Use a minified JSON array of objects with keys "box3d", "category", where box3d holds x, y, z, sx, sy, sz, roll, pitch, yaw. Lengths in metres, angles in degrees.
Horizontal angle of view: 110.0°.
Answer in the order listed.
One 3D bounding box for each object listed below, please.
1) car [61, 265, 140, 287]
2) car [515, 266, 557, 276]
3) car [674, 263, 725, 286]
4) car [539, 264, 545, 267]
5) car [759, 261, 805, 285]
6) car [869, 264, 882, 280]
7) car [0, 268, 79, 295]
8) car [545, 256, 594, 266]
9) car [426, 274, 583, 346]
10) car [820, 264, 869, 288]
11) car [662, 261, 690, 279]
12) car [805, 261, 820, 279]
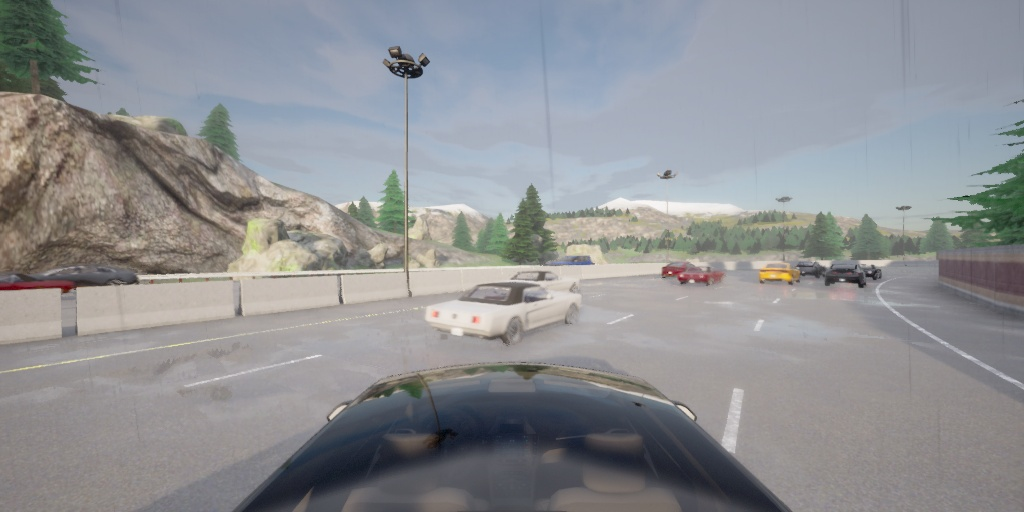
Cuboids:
[{"box3d":[-23.289,1.241,19.038,2.128,1.511,4.902,0,0,35],"category":"car"},{"box3d":[1.369,1.351,16.898,1.895,1.301,4.718,0,0,39],"category":"car"},{"box3d":[13.335,1.351,25.051,1.895,1.301,4.718,0,0,44],"category":"car"},{"box3d":[5.090,1.241,41.684,4.902,1.511,2.128,0,0,-43],"category":"car"},{"box3d":[19.726,1.228,26.350,5.008,1.535,1.882,0,0,-44],"category":"car"},{"box3d":[30.410,1.351,30.978,4.718,1.301,1.895,0,0,-39],"category":"car"},{"box3d":[-21.894,1.351,14.840,1.895,1.301,4.718,0,0,33],"category":"car"},{"box3d":[6.370,0.970,38.113,5.566,2.045,2.150,0,0,-44],"category":"car"},{"box3d":[0.126,1.351,9.552,1.895,1.301,4.718,0,0,36],"category":"car"},{"box3d":[22.476,1.255,24.136,4.892,1.490,1.837,0,0,-43],"category":"car"},{"box3d":[14.943,1.227,31.471,5.008,1.535,1.882,0,0,-43],"category":"car"},{"box3d":[27.658,1.241,33.234,4.902,1.511,2.128,0,0,-39],"category":"car"}]
